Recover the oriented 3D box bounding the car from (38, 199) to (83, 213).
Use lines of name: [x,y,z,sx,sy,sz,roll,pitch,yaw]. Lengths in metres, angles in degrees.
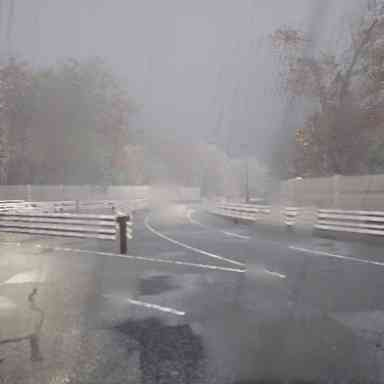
car: [-14.578,1.558,37.195,4.892,1.490,1.837,0,0,-41]
